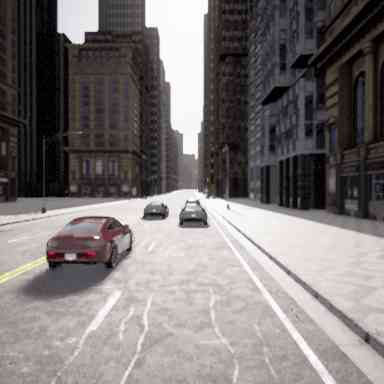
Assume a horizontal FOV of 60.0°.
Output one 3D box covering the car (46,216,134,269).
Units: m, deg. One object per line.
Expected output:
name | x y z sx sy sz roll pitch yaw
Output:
car | -3.150 1.506 10.936 1.812 1.442 4.674 0 0 0

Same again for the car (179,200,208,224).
car | 0.101 1.524 24.062 1.994 1.385 4.181 0 0 0

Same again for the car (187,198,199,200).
car | 0.103 1.432 41.954 2.128 1.511 4.902 0 0 0

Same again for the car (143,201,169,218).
car | -3.149 1.518 29.739 1.994 1.385 4.181 0 0 0
